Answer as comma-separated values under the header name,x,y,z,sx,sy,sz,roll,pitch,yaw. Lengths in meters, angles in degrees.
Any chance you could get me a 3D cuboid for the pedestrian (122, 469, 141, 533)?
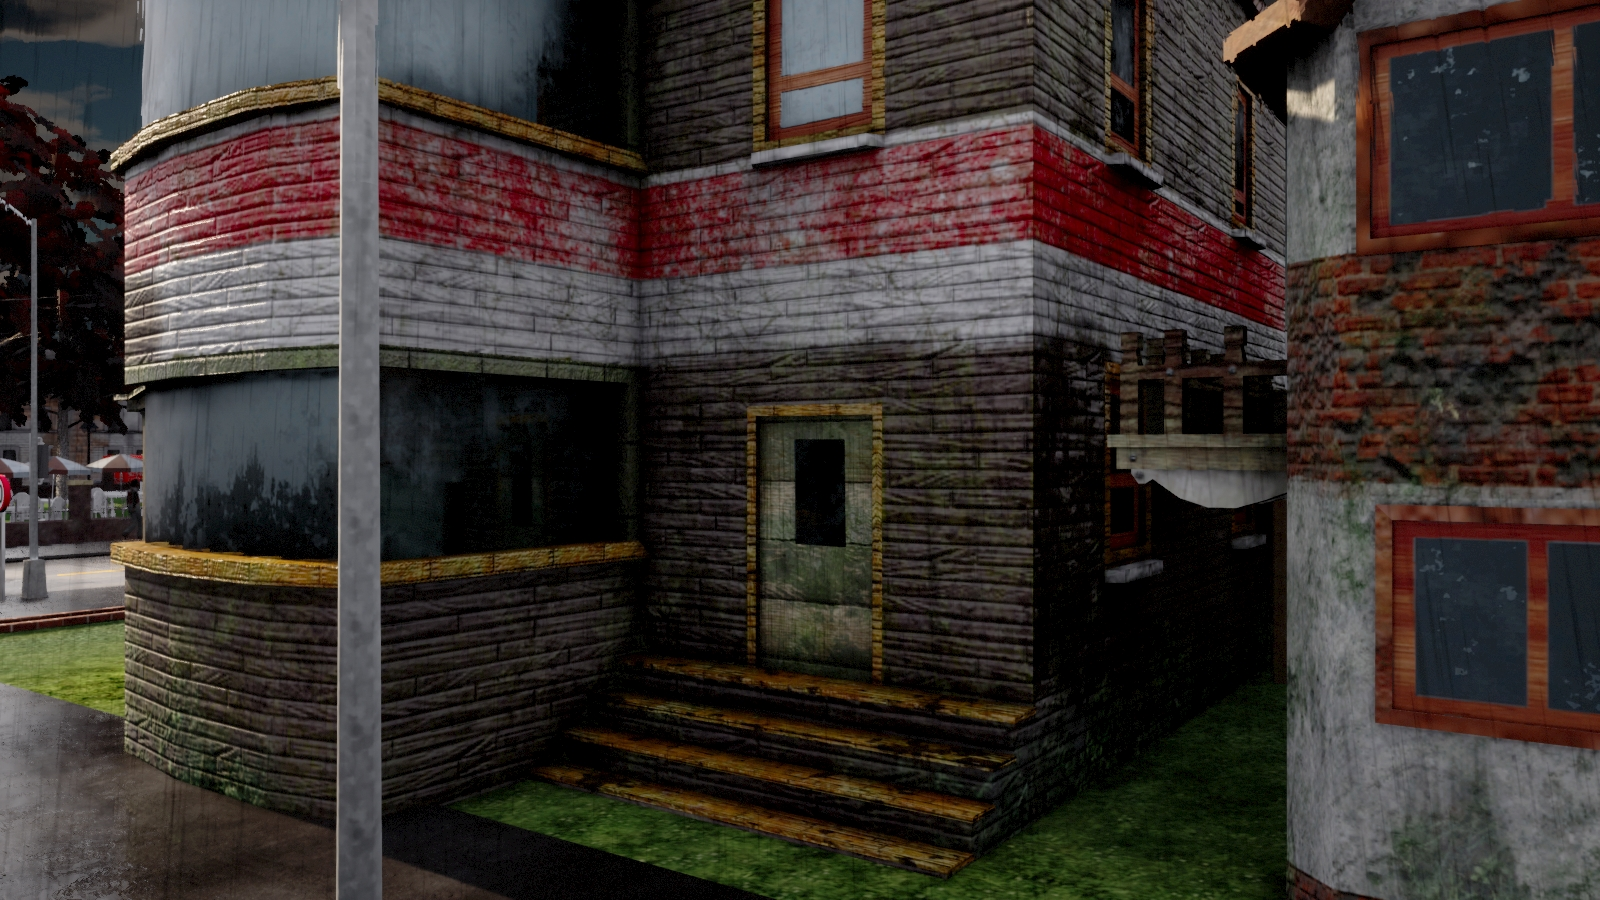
name,x,y,z,sx,sy,sz,roll,pitch,yaw
pedestrian,-19.731,1.502,33.715,0.375,1.860,0.375,0,0,34
